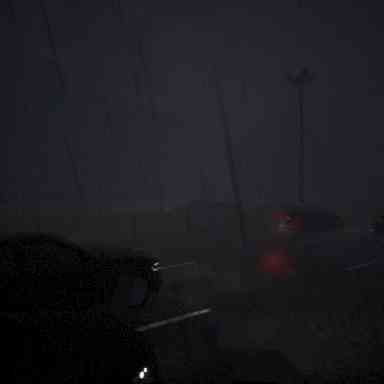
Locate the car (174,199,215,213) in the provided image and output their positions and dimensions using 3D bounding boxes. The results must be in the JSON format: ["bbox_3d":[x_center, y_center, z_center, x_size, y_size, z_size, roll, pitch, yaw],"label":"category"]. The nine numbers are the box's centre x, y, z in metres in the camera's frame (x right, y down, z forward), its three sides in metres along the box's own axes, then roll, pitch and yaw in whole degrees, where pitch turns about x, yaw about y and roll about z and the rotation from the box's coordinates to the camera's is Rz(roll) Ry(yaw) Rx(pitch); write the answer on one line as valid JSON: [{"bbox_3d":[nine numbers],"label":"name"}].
[{"bbox_3d":[0.308,1.497,36.189,4.181,1.385,1.994,0,0,-43],"label":"car"}]

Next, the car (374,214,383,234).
[{"bbox_3d":[11.303,1.503,17.559,4.181,1.385,1.994,0,0,-41],"label":"car"}]

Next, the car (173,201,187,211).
[{"bbox_3d":[0.428,1.489,31.506,5.357,1.411,2.033,0,0,-42],"label":"car"}]

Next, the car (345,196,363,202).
[{"bbox_3d":[28.949,1.368,58.337,2.033,1.411,5.357,0,0,36],"label":"car"}]

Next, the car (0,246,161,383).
[{"bbox_3d":[-2.511,1.494,2.066,4.902,1.511,2.128,0,0,-35],"label":"car"}]

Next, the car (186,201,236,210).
[{"bbox_3d":[1.971,1.507,28.240,4.181,1.385,1.994,0,0,-42],"label":"car"}]

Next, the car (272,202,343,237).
[{"bbox_3d":[6.256,1.457,17.784,4.892,1.490,1.837,0,0,-40],"label":"car"}]

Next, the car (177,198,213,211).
[{"bbox_3d":[0.398,1.488,41.119,4.181,1.385,1.994,0,0,-44],"label":"car"}]

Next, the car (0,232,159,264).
[{"bbox_3d":[-2.929,1.474,6.072,5.008,1.535,1.882,0,0,-36],"label":"car"}]
